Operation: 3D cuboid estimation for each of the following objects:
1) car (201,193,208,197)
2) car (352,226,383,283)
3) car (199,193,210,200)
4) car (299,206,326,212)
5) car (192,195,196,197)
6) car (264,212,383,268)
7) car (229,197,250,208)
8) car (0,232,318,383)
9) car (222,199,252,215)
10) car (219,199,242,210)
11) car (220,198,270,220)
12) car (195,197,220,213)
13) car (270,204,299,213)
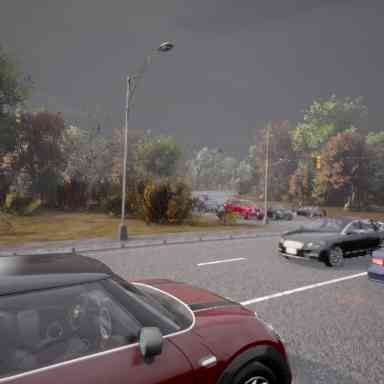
[{"bbox_3d":[1.002,1.316,63.631,2.097,1.767,4.553,2,2,-10],"label":"car"},{"bbox_3d":[6.540,1.662,8.442,5.357,1.411,2.033,2,-1,-36],"label":"car"},{"bbox_3d":[2.862,1.043,78.373,2.128,1.511,4.902,2,2,-1],"label":"car"},{"bbox_3d":[14.608,2.526,41.636,2.128,1.511,4.902,3,0,-22],"label":"car"},{"bbox_3d":[-0.839,1.372,54.967,2.150,2.045,5.566,2,2,-13],"label":"car"},{"bbox_3d":[5.158,1.621,11.716,4.902,1.511,2.128,2,-1,-33],"label":"car"},{"bbox_3d":[8.692,1.905,61.374,2.128,1.511,4.902,2,2,-12],"label":"car"},{"bbox_3d":[-1.211,1.354,2.883,4.553,1.767,2.097,0,0,-36],"label":"car"},{"bbox_3d":[5.939,1.993,44.413,2.097,1.767,4.553,3,0,-19],"label":"car"},{"bbox_3d":[6.353,2.038,55.575,2.033,1.411,5.357,2,2,-14],"label":"car"},{"bbox_3d":[5.533,1.809,35.657,2.150,2.045,5.566,3,-1,-22],"label":"car"},{"bbox_3d":[2.042,1.961,44.918,1.837,1.490,4.892,3,0,-18],"label":"car"},{"bbox_3d":[9.034,2.096,36.440,2.097,1.767,4.553,3,-1,-23],"label":"car"}]
